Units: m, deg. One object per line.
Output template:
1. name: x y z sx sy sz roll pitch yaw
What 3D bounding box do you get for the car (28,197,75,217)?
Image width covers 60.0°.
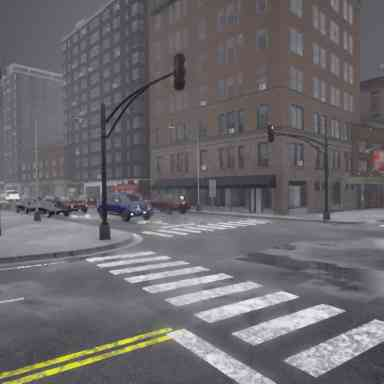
1. car: -12.364 1.418 29.196 1.947 1.339 4.313 0 1 -44

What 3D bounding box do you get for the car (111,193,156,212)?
1. car: -6.238 1.045 35.123 2.192 1.841 5.009 0 1 -44

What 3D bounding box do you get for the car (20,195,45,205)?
1. car: -23.770 1.187 49.566 1.895 1.301 4.718 -1 1 -44

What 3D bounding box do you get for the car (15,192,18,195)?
1. car: -29.206 1.044 58.885 1.802 1.307 4.206 0 1 -44

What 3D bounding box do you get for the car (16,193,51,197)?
1. car: -19.348 1.216 40.396 1.837 1.490 4.892 -1 1 -44

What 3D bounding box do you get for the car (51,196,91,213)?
1. car: -12.080 1.394 32.856 1.895 1.301 4.718 -1 1 -44

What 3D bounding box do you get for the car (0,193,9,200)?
1. car: -40.690 0.885 70.764 1.947 1.339 4.313 0 1 -44

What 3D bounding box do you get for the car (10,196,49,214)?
1. car: -16.191 1.375 33.155 1.947 1.339 4.313 0 1 -44

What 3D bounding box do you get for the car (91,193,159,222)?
1. car: -5.317 1.089 25.856 2.150 2.045 5.566 -1 1 -44

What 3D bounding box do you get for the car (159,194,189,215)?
1. car: -2.411 1.087 31.163 2.192 1.841 5.009 0 1 -44

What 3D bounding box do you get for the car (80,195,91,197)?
1. car: -13.895 1.084 43.044 1.967 1.590 4.097 0 1 -44

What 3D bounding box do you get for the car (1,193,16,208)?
1. car: -23.727 1.248 40.950 1.752 1.417 4.829 0 1 -44

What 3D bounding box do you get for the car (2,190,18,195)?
1. car: -31.881 0.711 57.941 2.150 2.045 5.566 -1 1 -44
